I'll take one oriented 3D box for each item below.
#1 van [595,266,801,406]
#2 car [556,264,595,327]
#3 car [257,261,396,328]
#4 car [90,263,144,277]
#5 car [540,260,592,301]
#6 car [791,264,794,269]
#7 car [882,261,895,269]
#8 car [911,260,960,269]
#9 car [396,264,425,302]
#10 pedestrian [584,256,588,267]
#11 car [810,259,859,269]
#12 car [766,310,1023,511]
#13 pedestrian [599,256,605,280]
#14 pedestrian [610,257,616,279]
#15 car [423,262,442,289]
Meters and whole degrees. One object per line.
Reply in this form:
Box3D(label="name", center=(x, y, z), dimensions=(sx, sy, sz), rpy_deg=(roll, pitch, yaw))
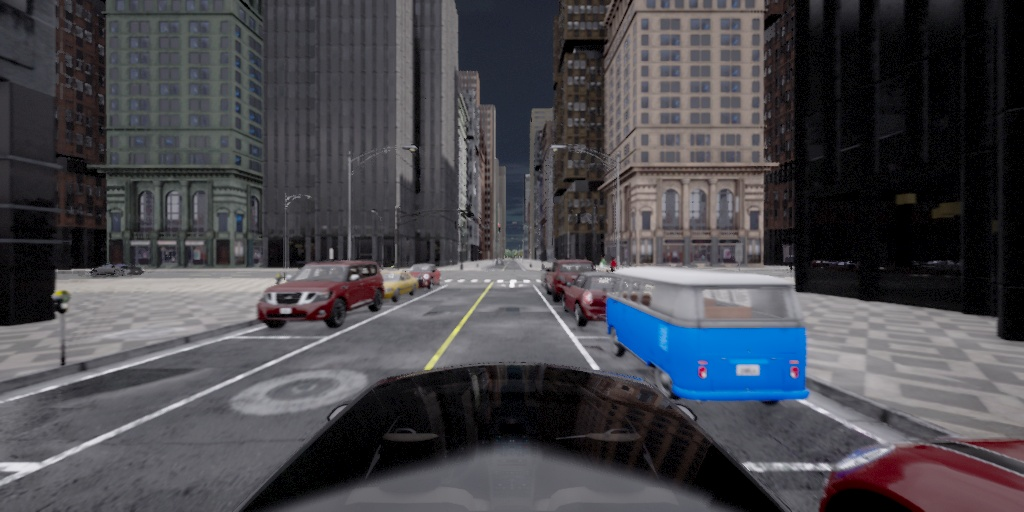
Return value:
Box3D(label="van", center=(2.764, 1.097, 6.043), dimensions=(1.690, 1.789, 3.998), rpy_deg=(0, 0, 0))
Box3D(label="car", center=(2.765, 1.205, 11.644), dimensions=(1.967, 1.591, 4.097), rpy_deg=(0, 0, 0))
Box3D(label="car", center=(-5.760, 1.080, 11.645), dimensions=(2.192, 1.841, 5.009), rpy_deg=(0, 0, 0))
Box3D(label="car", center=(-42.094, 1.494, 38.297), dimensions=(4.181, 1.385, 1.994), rpy_deg=(0, 0, 0))
Box3D(label="car", center=(2.766, 1.088, 17.246), dimensions=(2.192, 1.841, 5.009), rpy_deg=(0, 0, 0))
Box3D(label="car", center=(37.841, 1.167, 44.879), dimensions=(5.008, 1.535, 1.882), rpy_deg=(0, 0, 0))
Box3D(label="car", center=(42.634, 1.181, 38.274), dimensions=(4.902, 1.511, 2.128), rpy_deg=(0, 0, 1))
Box3D(label="car", center=(42.625, 1.189, 35.024), dimensions=(4.902, 1.511, 2.128), rpy_deg=(0, 0, 1))
Box3D(label="car", center=(-5.759, 1.299, 17.077), dimensions=(1.751, 1.417, 4.829), rpy_deg=(0, 0, 0))
Box3D(label="pedestrian", center=(6.103, 0.937, 29.527), dimensions=(0.375, 1.860, 0.375), rpy_deg=(0, 0, 0))
Box3D(label="car", center=(37.927, 1.245, 41.635), dimensions=(5.357, 1.411, 2.033), rpy_deg=(0, 0, 0))
Box3D(label="car", center=(2.762, 1.188, 0.441), dimensions=(1.967, 1.591, 4.097), rpy_deg=(0, 0, 0))
Box3D(label="pedestrian", center=(7.142, 0.936, 28.326), dimensions=(0.375, 1.860, 0.375), rpy_deg=(0, 0, 0))
Box3D(label="pedestrian", center=(8.142, 0.944, 28.926), dimensions=(0.375, 1.860, 0.375), rpy_deg=(0, 0, 0))
Box3D(label="car", center=(-5.757, 1.222, 22.849), dimensions=(1.967, 1.591, 4.097), rpy_deg=(0, 0, 0))
